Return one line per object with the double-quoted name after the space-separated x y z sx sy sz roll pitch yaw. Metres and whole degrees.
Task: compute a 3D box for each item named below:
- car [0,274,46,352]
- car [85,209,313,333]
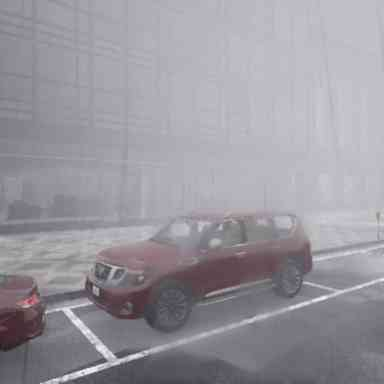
-3.969 1.579 3.823 4.206 1.307 1.802 0 0 -35 "car"
0.451 1.321 6.970 5.009 1.841 2.192 0 0 -35 "car"
